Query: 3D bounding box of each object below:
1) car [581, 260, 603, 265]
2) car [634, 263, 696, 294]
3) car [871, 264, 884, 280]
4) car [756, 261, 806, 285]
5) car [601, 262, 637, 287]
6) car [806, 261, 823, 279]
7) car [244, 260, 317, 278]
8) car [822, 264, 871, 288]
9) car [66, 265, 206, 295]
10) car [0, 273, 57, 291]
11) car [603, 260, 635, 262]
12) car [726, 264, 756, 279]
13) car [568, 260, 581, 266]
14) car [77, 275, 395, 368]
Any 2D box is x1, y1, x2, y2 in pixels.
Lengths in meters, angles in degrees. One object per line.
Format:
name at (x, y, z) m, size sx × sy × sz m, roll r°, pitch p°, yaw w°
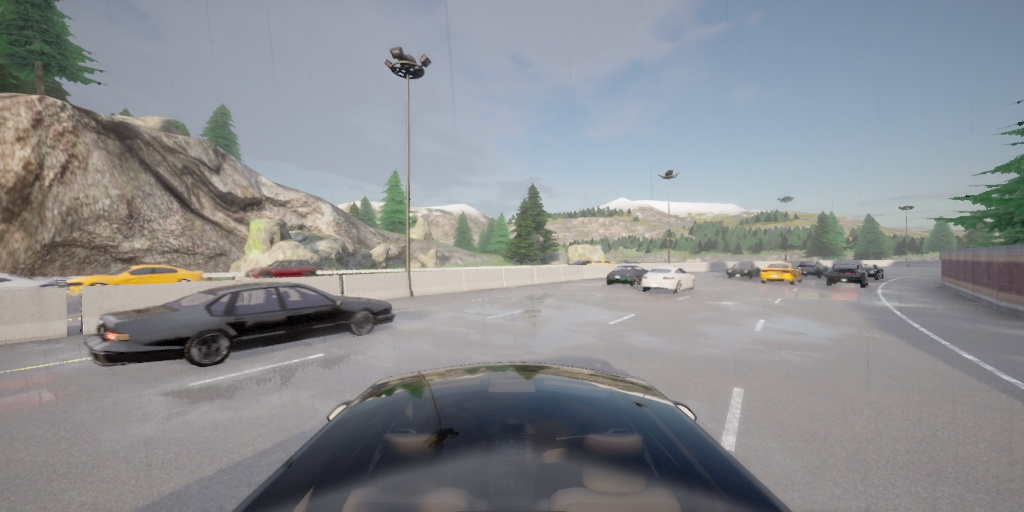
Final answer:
car at (11.813, 1.230, 47.533) m, size 5.008 × 1.535 × 1.882 m, roll 0°, pitch 0°, yaw -40°
car at (8.864, 1.276, 20.201) m, size 1.812 × 1.442 × 4.674 m, roll 0°, pitch 0°, yaw 42°
car at (30.466, 1.351, 30.855) m, size 4.718 × 1.301 × 1.895 m, roll 0°, pitch 0°, yaw -39°
car at (19.807, 1.228, 26.298) m, size 5.008 × 1.535 × 1.882 m, roll 0°, pitch 0°, yaw -44°
car at (8.170, 1.314, 24.571) m, size 1.994 × 1.385 × 4.181 m, roll 0°, pitch 0°, yaw 43°
car at (27.764, 1.242, 33.153) m, size 4.902 × 1.511 × 2.128 m, roll 0°, pitch 0°, yaw -39°
car at (-17.416, 1.102, 27.165) m, size 2.097 × 1.767 × 4.553 m, roll 0°, pitch 0°, yaw 38°
car at (22.512, 1.255, 24.040) m, size 4.892 × 1.490 × 1.837 m, roll 0°, pitch 0°, yaw -43°
car at (-19.284, 1.227, 18.712) m, size 1.882 × 1.535 × 5.008 m, roll 0°, pitch 0°, yaw 35°
car at (-19.349, 1.276, 12.339) m, size 1.812 × 1.442 × 4.674 m, roll 0°, pitch 0°, yaw 33°
car at (14.001, 1.243, 44.801) m, size 4.902 × 1.511 × 2.128 m, roll 0°, pitch 0°, yaw -40°
car at (20.998, 1.351, 32.101) m, size 4.718 × 1.301 × 1.895 m, roll 0°, pitch 0°, yaw -41°
car at (9.858, 1.292, 50.461) m, size 4.892 × 1.490 × 1.837 m, roll 0°, pitch 0°, yaw -40°
car at (-5.338, 1.297, 7.992) m, size 2.033 × 1.411 × 5.357 m, roll 0°, pitch 0°, yaw 35°
